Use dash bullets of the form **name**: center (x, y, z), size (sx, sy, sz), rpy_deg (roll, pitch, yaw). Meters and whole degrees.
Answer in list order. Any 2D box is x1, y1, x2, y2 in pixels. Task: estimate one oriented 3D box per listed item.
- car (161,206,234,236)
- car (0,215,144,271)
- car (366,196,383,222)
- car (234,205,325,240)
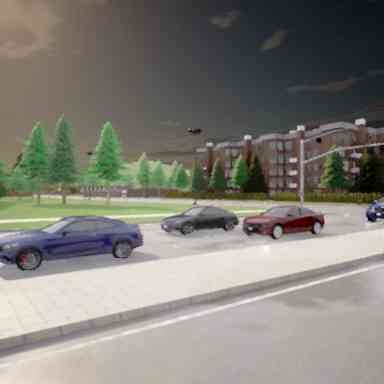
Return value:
- **car**: center (0.522, 1.507, 18.475), size (4.674, 1.442, 1.812), rpy_deg (0, 0, -36)
- **car**: center (-3.858, 1.520, 11.043), size (4.674, 1.442, 1.812), rpy_deg (0, 0, -36)
- **car**: center (15.174, 1.175, 24.647), size (5.566, 2.045, 2.150), rpy_deg (0, 0, -35)
- **car**: center (4.810, 1.455, 17.200), size (5.008, 1.535, 1.882), rpy_deg (0, 0, -35)
